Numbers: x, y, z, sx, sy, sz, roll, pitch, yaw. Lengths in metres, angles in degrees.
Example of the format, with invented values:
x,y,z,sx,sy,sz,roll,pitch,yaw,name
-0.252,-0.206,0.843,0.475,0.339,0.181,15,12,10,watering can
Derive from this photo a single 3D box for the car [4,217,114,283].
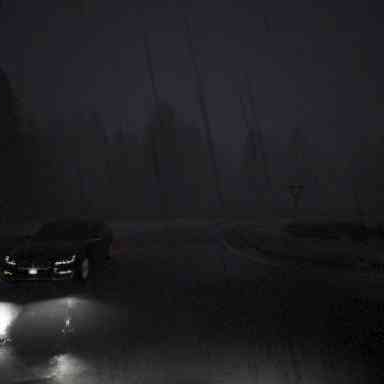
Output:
x,y,z,sx,sy,sz,roll,pitch,yaw,name
-3.626,1.572,9.942,1.837,1.490,4.892,0,0,-1,car
